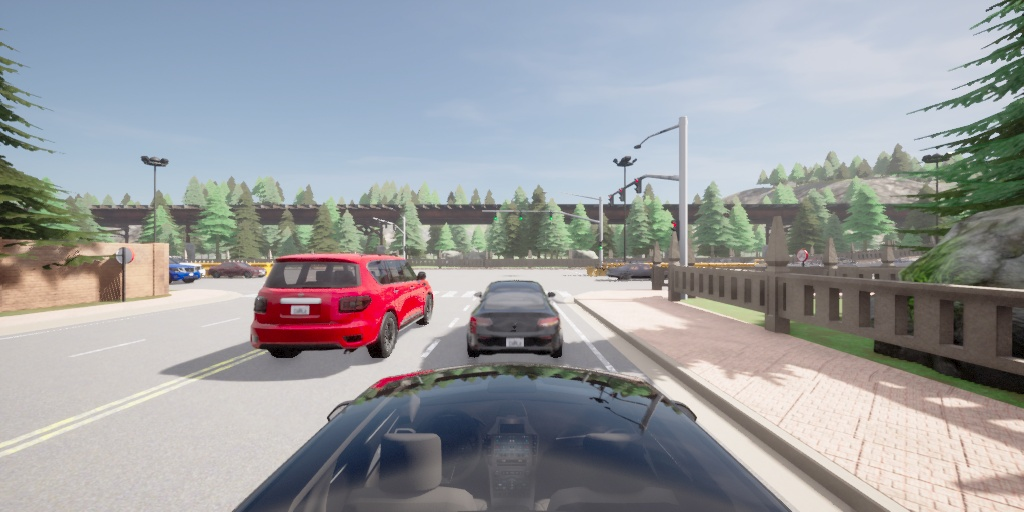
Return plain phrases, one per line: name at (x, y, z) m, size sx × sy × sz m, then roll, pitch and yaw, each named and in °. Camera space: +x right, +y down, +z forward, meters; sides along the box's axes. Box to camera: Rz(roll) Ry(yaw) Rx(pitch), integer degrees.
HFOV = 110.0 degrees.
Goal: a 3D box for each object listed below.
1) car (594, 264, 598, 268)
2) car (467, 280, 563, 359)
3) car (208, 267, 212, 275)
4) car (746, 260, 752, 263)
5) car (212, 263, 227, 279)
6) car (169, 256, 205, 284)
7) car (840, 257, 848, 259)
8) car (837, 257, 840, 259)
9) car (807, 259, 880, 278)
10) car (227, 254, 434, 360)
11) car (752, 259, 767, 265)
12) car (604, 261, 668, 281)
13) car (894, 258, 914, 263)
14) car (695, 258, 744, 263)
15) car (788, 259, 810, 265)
car at (13.140, 1.240, 46.599) m, size 4.902 × 1.511 × 2.128 m, roll 0°, pitch 0°, yaw 0°
car at (0.064, 1.275, 8.293) m, size 1.812 × 1.442 × 4.674 m, roll 0°, pitch 0°, yaw 0°
car at (-28.278, 0.971, 29.088) m, size 5.566 × 2.045 × 2.150 m, roll 0°, pitch 0°, yaw 0°
car at (25.539, 1.101, 43.054) m, size 4.553 × 1.767 × 2.097 m, roll 0°, pitch 0°, yaw 0°
car at (-24.903, 1.275, 32.573) m, size 4.674 × 1.442 × 1.812 m, roll 0°, pitch 0°, yaw 0°
car at (-25.657, 0.971, 25.570) m, size 5.566 × 2.045 × 2.150 m, roll 0°, pitch 0°, yaw -1°
car at (41.609, 0.952, 46.524) m, size 4.892 × 1.490 × 1.837 m, roll -3°, pitch 0°, yaw 0°
car at (35.688, 1.140, 43.040) m, size 5.008 × 1.535 × 1.882 m, roll -1°, pitch 0°, yaw 0°
car at (29.951, 1.272, 32.348) m, size 4.674 × 1.442 × 1.812 m, roll 0°, pitch 0°, yaw 0°
car at (-3.439, 0.971, 8.509) m, size 2.150 × 2.045 × 5.566 m, roll 0°, pitch 0°, yaw 0°
car at (31.747, 1.209, 46.542) m, size 5.008 × 1.535 × 1.882 m, roll -1°, pitch 0°, yaw 0°
car at (10.287, 1.297, 28.912) m, size 5.357 × 1.411 × 2.033 m, roll 0°, pitch 0°, yaw 0°
car at (42.054, 0.974, 39.524) m, size 5.357 × 1.411 × 2.033 m, roll -3°, pitch 0°, yaw 0°
car at (22.434, 1.101, 39.563) m, size 4.553 × 1.767 × 2.097 m, roll 0°, pitch 0°, yaw 0°
car at (31.422, 1.336, 39.544) m, size 4.718 × 1.301 × 1.895 m, roll 0°, pitch 0°, yaw 0°
